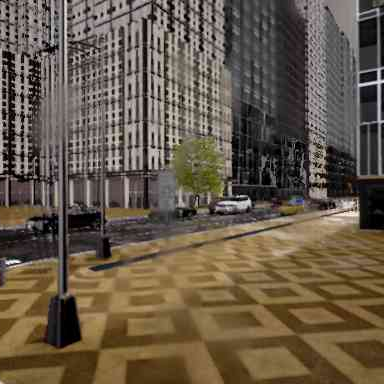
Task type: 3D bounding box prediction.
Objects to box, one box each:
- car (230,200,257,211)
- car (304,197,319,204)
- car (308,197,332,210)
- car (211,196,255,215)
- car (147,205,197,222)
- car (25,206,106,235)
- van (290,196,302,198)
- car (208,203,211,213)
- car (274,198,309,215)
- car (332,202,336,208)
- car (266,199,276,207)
[{"bbox_3d":[7.147,1.824,45.654,1.947,1.339,4.313,-1,-1,35],"label":"car"},{"bbox_3d":[26.538,1.900,73.806,1.887,1.381,4.507,-1,0,35],"label":"car"},{"bbox_3d":[17.280,1.788,45.593,1.947,1.339,4.313,-1,-1,35],"label":"car"},{"bbox_3d":[4.773,1.433,37.624,2.150,2.045,5.566,0,0,35],"label":"car"},{"bbox_3d":[-1.628,1.768,28.345,1.895,1.301,4.718,0,-1,35],"label":"car"},{"bbox_3d":[-7.419,1.613,19.949,2.128,1.511,4.902,0,-1,33],"label":"car"},{"bbox_3d":[20.073,1.668,64.425,1.690,1.788,3.998,-1,-1,35],"label":"van"},{"bbox_3d":[3.914,1.554,40.965,2.192,1.841,5.009,-1,-1,35],"label":"car"},{"bbox_3d":[10.912,1.709,36.349,1.752,1.417,4.829,-1,-1,35],"label":"car"},{"bbox_3d":[20.511,1.790,50.284,2.008,1.369,4.403,-1,-1,35],"label":"car"},{"bbox_3d":[13.610,1.876,55.037,1.802,1.307,4.206,-1,-1,35],"label":"car"}]
